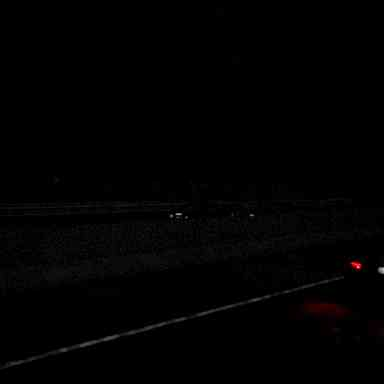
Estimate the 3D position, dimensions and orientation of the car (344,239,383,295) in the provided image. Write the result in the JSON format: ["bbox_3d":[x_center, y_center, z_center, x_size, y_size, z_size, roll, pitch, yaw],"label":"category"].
[{"bbox_3d":[5.744,1.560,7.783,5.357,1.411,2.033,0,0,-35],"label":"car"}]

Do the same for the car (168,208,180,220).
[{"bbox_3d":[0.485,1.516,25.680,4.892,1.490,1.837,0,0,-35],"label":"car"}]

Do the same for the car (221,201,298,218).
[{"bbox_3d":[4.276,1.367,19.790,4.553,1.767,2.097,0,0,-35],"label":"car"}]

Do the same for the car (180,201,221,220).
[{"bbox_3d":[2.125,1.560,22.568,5.357,1.411,2.033,0,0,-35],"label":"car"}]
